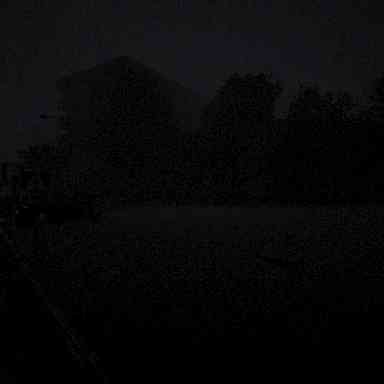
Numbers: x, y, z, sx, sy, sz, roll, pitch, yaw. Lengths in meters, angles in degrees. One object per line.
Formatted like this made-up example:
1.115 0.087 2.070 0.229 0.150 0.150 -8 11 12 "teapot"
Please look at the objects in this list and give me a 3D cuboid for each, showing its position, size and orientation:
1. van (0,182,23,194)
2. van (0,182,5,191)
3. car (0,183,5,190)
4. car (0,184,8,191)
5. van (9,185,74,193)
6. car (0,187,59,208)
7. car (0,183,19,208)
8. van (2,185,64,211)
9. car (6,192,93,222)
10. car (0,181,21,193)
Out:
-30.341 -0.637 54.266 1.878 1.987 4.442 2 1 36 "van"
-45.631 -1.357 76.327 1.878 1.987 4.442 2 1 36 "van"
-47.265 -1.304 78.884 2.185 1.767 4.553 1 0 36 "car"
-43.999 -1.078 73.795 1.946 1.575 5.366 2 1 36 "car"
-10.402 0.683 24.262 1.878 1.987 4.442 2 2 37 "van"
-15.398 0.453 31.685 2.185 1.767 4.553 2 2 37 "car"
-12.117 0.548 26.652 2.435 2.045 5.566 3 2 37 "car"
-13.804 0.463 29.095 1.878 1.987 4.442 3 2 37 "van"
-8.847 1.018 21.658 2.097 1.535 5.008 2 2 37 "car"
-33.776 -0.866 59.130 2.435 2.045 5.566 2 1 36 "car"
